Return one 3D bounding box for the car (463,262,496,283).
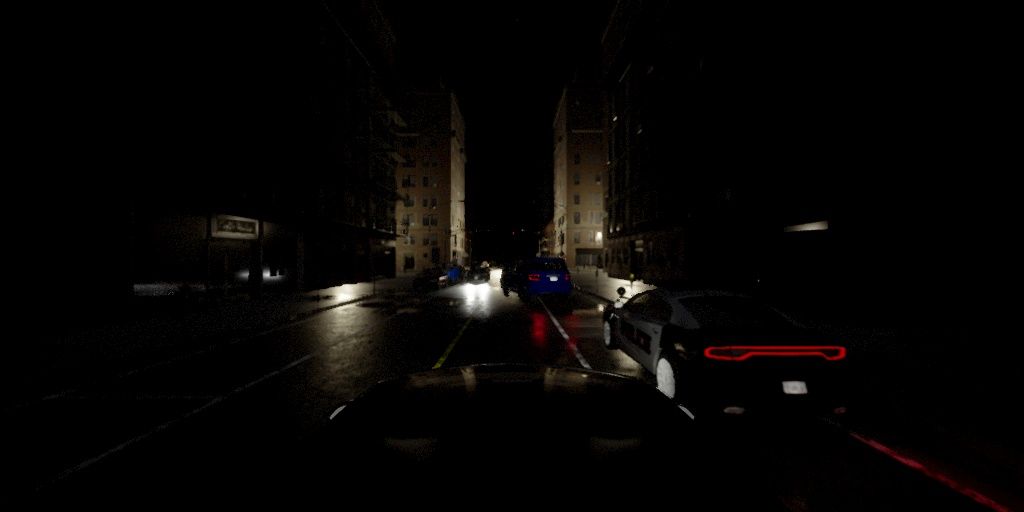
[{"bbox_3d":[-2.841,1.489,31.099,2.128,1.511,4.902,0,-1,0],"label":"car"}]

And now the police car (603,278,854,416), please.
[{"bbox_3d":[3.007,1.214,6.401,1.930,1.638,5.238,0,0,0],"label":"police car"}]

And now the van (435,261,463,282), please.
[{"bbox_3d":[-5.396,1.324,29.506,1.690,1.789,3.998,0,0,0],"label":"van"}]

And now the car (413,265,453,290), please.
[{"bbox_3d":[-5.396,1.520,24.100,1.802,1.307,4.207,0,0,0],"label":"car"}]

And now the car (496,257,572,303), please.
[{"bbox_3d":[1.031,1.105,17.808,2.150,2.045,5.566,0,-1,-16],"label":"car"}]
